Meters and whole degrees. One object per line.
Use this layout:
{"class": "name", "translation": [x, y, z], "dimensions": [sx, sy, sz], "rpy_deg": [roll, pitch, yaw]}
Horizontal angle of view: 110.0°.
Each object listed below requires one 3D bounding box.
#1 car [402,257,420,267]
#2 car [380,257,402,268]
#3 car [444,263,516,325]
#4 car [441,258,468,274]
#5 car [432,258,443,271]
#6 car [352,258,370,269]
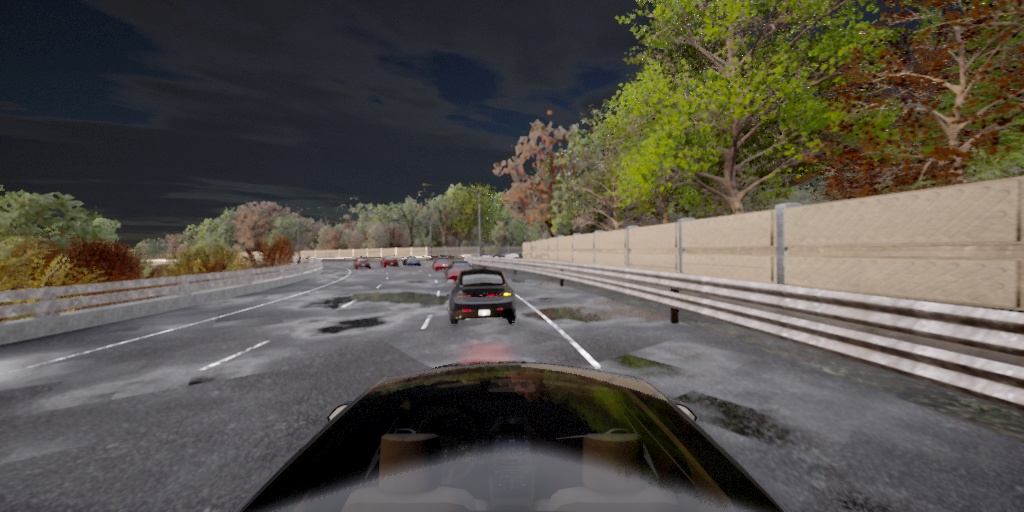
{"class": "car", "translation": [-15.040, 0.843, 53.156], "dimensions": [1.994, 1.385, 4.181], "rpy_deg": [-1, 1, -30]}
{"class": "car", "translation": [-17.018, 0.843, 49.546], "dimensions": [1.882, 1.535, 5.008], "rpy_deg": [-1, 1, -28]}
{"class": "car", "translation": [-1.012, 1.146, 11.493], "dimensions": [1.837, 1.490, 4.892], "rpy_deg": [-1, 1, -7]}
{"class": "car", "translation": [-3.721, 1.050, 25.440], "dimensions": [1.994, 1.385, 4.181], "rpy_deg": [-1, 1, -14]}
{"class": "car", "translation": [-7.782, 0.910, 39.858], "dimensions": [1.994, 1.385, 4.181], "rpy_deg": [-1, 1, -16]}
{"class": "car", "translation": [-20.241, 0.966, 48.188], "dimensions": [1.812, 1.442, 4.674], "rpy_deg": [-1, 1, -28]}
